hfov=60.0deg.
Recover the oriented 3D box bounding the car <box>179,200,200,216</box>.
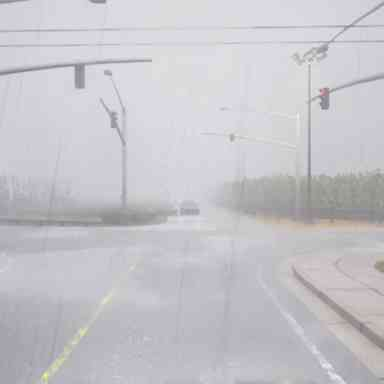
[{"bbox_3d":[-0.290,1.536,32.898,1.882,1.535,5.008,0,1,-3],"label":"car"}]
